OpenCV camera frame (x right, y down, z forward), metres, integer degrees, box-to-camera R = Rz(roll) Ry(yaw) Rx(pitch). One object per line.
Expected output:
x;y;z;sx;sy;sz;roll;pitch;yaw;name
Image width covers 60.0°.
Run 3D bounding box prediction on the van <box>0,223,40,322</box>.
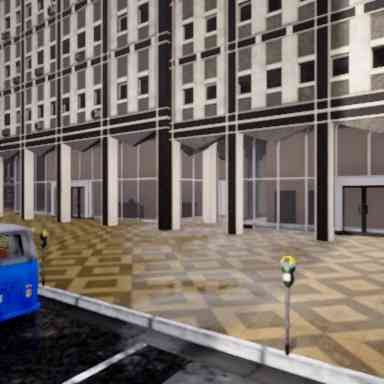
-4.484;1.405;6.061;3.998;1.788;1.690;-1;0;36;van
